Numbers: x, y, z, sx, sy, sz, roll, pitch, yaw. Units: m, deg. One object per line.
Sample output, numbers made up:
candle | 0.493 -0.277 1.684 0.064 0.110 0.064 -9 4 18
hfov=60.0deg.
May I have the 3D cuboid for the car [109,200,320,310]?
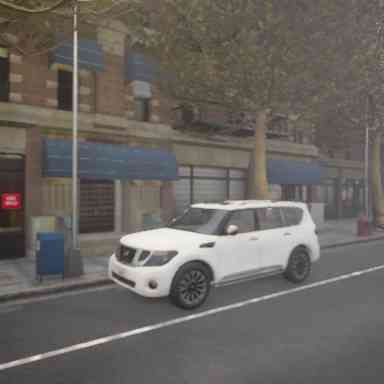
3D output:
car | 0.844 1.248 8.220 5.566 2.045 2.435 0 0 -36
